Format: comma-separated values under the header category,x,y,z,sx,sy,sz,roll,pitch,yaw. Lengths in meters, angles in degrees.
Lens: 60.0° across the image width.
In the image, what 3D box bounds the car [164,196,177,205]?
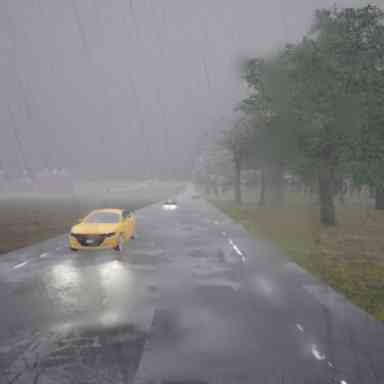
category,x,y,z,sx,sy,sz,roll,pitch,yaw
car,-3.567,1.390,55.353,2.128,1.511,4.902,0,0,0

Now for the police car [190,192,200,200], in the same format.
category,x,y,z,sx,sy,sz,roll,pitch,yaw
police car,1.039,1.174,88.952,1.930,1.638,5.238,0,0,0

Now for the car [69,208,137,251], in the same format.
category,x,y,z,sx,sy,sz,roll,pitch,yaw
car,-3.603,1.472,14.226,1.882,1.535,5.008,0,0,0
